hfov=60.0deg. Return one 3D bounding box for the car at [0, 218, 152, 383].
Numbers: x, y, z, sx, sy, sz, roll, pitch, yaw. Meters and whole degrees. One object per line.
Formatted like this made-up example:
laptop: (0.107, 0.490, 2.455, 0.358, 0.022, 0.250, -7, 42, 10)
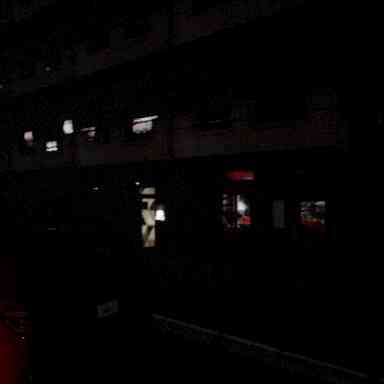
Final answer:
car: (-2.832, 1.315, 4.895, 5.009, 1.841, 2.192, 0, 0, 35)
